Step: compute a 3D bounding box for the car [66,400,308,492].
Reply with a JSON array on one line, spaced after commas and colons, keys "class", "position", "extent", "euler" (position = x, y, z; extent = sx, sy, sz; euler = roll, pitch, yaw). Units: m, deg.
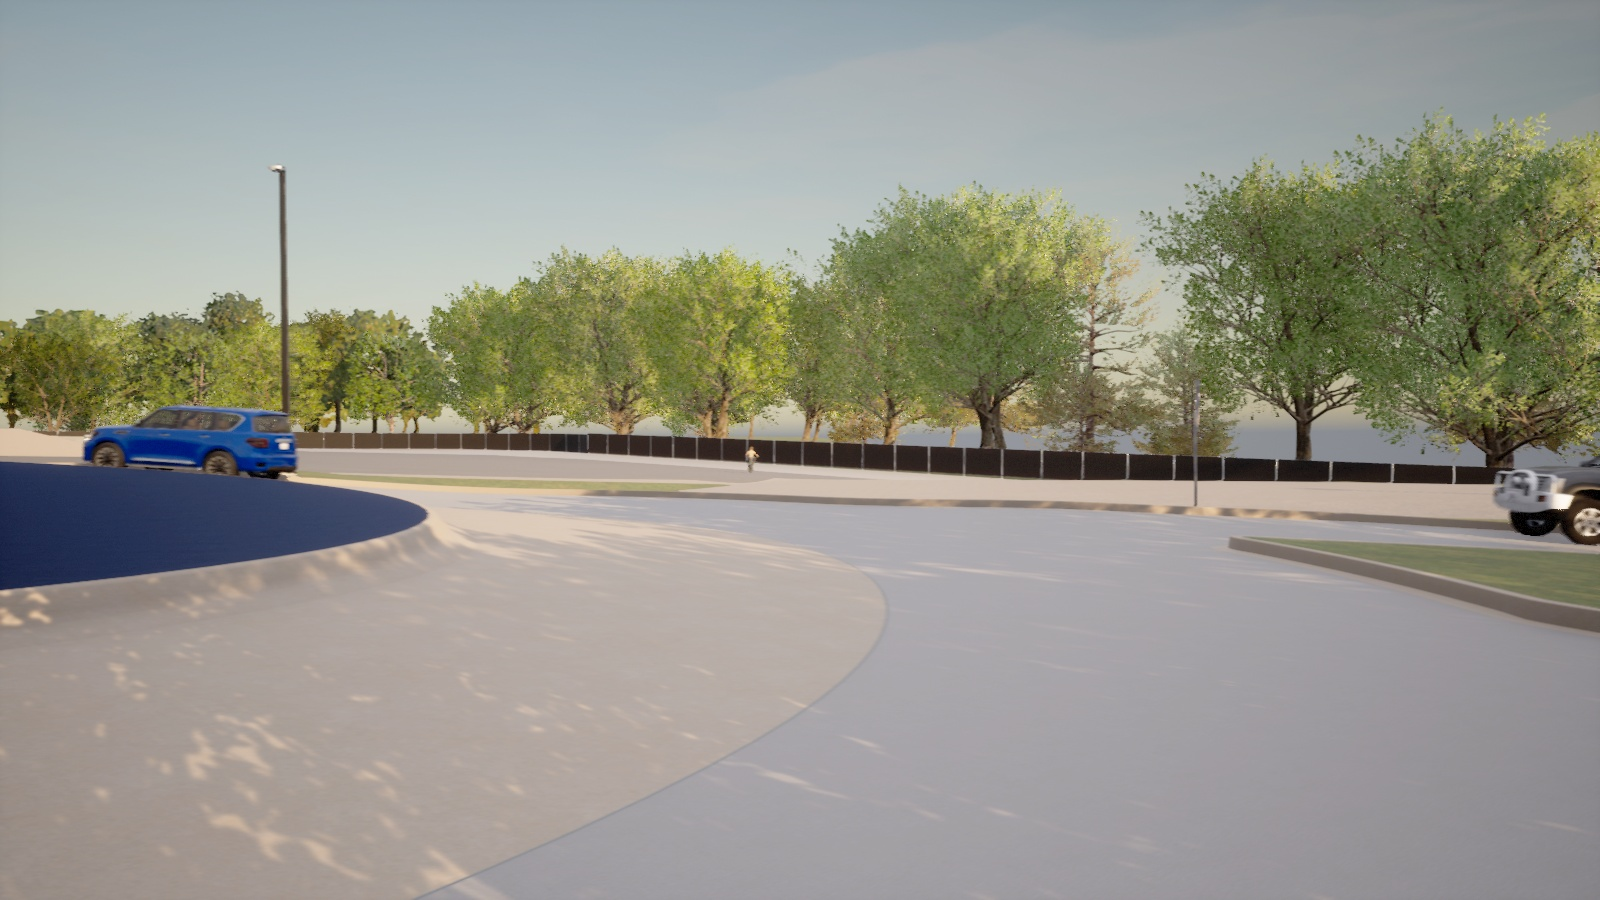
[{"class": "car", "position": [-16.439, -0.128, 33.778], "extent": [5.566, 2.045, 2.150], "euler": [4, 1, 10]}]

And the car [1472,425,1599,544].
[{"class": "car", "position": [14.131, 0.617, 21.012], "extent": [4.605, 1.855, 1.932], "euler": [3, 1, 3]}]
